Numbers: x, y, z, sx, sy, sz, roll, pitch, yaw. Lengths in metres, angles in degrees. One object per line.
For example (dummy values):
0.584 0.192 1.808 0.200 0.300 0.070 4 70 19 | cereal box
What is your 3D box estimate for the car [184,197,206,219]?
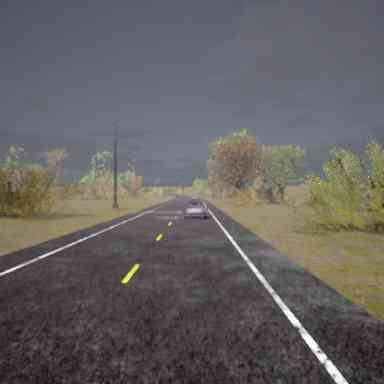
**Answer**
0.260 1.506 29.856 2.033 1.649 4.856 0 0 1 | car
